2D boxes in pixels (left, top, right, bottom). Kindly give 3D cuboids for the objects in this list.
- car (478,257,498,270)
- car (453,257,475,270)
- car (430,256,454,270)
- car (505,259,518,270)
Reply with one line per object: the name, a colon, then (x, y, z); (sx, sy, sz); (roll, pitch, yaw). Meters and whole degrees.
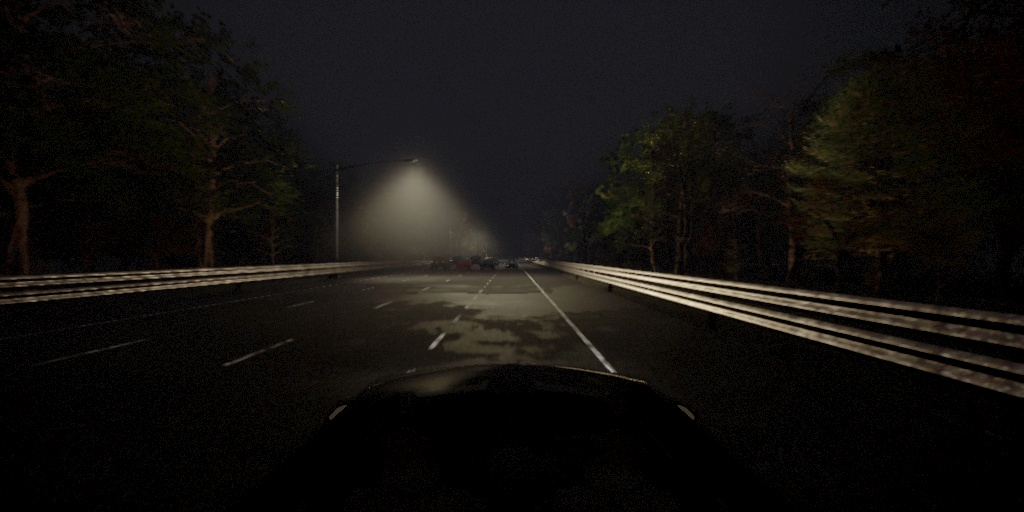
car: (-3.536, 1.259, 53.123); (1.882, 1.535, 5.008); (0, 0, 0)
car: (-7.037, 1.259, 53.125); (1.882, 1.535, 5.008); (0, 0, 0)
car: (-10.537, 0.998, 53.096); (2.150, 2.045, 5.566); (0, 0, 0)
car: (-0.038, 1.383, 53.542); (1.895, 1.301, 4.718); (0, 0, 0)
